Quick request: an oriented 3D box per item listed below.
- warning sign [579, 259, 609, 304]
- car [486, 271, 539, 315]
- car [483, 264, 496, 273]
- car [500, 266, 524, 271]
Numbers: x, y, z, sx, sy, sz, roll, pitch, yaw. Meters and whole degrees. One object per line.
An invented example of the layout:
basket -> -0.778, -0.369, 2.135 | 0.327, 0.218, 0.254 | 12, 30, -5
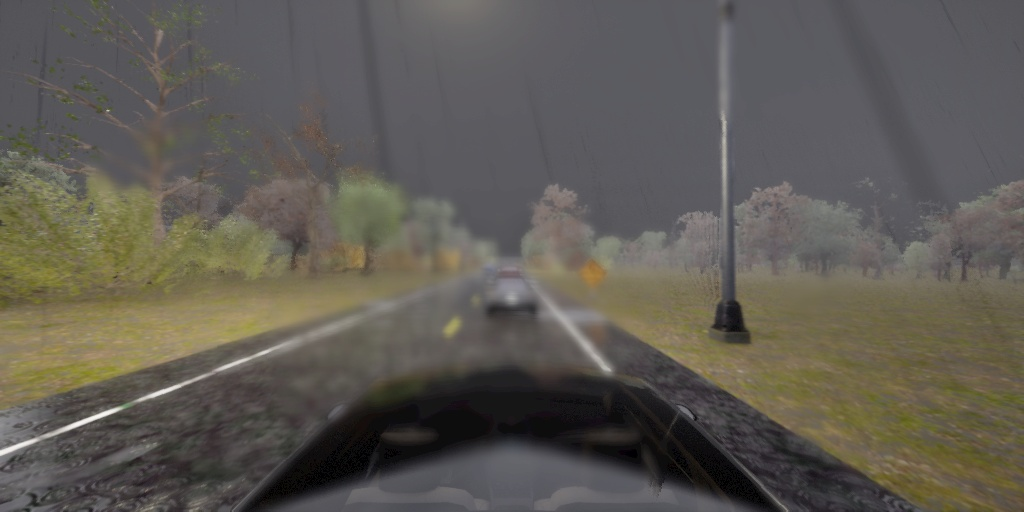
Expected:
warning sign -> 3.520, 1.053, 15.454 | 1.300, 1.860, 1.060 | 0, 0, 0
car -> 0.021, 1.490, 14.495 | 1.994, 1.385, 4.181 | 0, -1, 0
car -> -3.691, 2.039, 59.893 | 1.882, 1.535, 5.008 | 0, -1, 0
car -> -0.013, 1.623, 30.369 | 1.882, 1.535, 5.008 | 0, 0, 0
